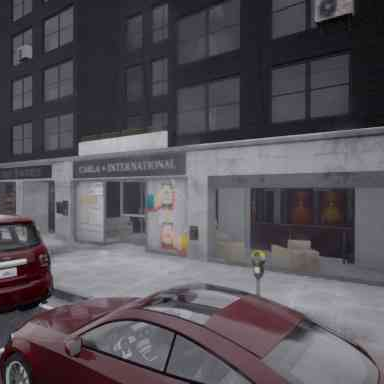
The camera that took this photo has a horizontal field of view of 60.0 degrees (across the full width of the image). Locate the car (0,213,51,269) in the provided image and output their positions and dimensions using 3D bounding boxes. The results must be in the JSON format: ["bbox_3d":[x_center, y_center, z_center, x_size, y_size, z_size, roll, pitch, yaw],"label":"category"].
[{"bbox_3d":[-4.743,1.314,6.440,5.009,1.841,2.192,0,0,35],"label":"car"}]

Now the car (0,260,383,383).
[{"bbox_3d":[-0.128,1.582,3.163,4.206,1.307,1.802,0,0,35],"label":"car"}]
